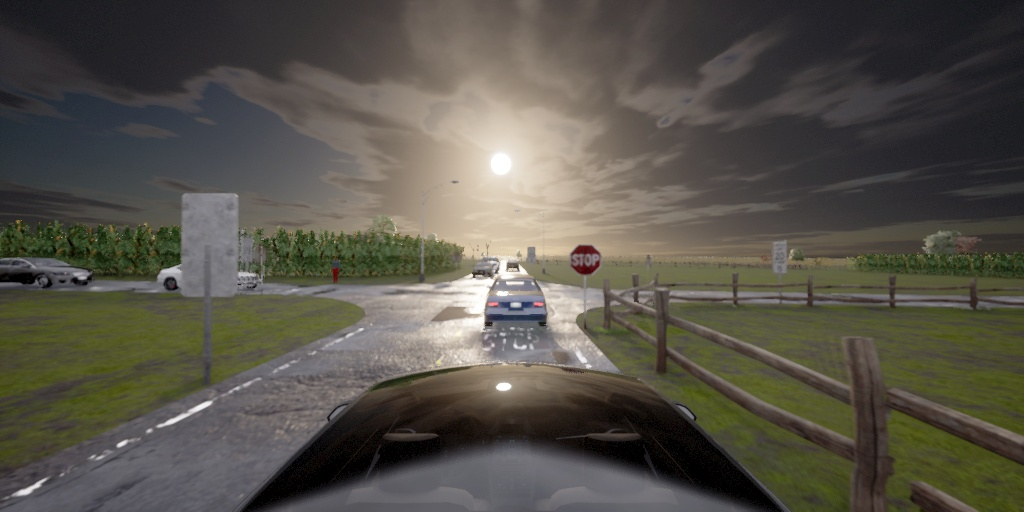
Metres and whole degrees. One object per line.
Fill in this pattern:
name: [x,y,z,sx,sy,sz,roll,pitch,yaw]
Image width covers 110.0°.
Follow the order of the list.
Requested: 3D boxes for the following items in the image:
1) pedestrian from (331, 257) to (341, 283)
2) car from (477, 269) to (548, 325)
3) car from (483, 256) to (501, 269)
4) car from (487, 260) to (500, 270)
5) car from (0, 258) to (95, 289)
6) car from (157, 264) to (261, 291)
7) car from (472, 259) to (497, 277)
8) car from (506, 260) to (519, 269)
pedestrian: [-12.170,0.930,24.713,0.375,1.860,0.375,0,-2,0]
car: [0.099,1.317,11.792,2.033,1.411,5.357,0,0,0]
car: [-2.845,1.055,46.087,2.150,2.045,5.566,0,0,0]
car: [-2.829,1.360,56.622,1.837,1.490,4.892,0,0,0]
car: [-24.843,0.845,18.700,4.902,1.511,2.128,1,-1,0]
car: [-15.692,1.041,18.690,4.674,1.442,1.812,1,-1,1]
car: [-2.860,1.320,36.036,1.837,1.490,4.892,0,0,0]
car: [0.099,1.328,54.576,1.882,1.535,5.008,0,0,0]
